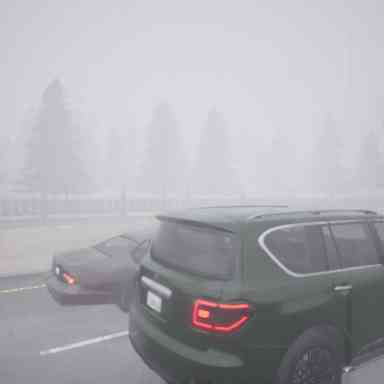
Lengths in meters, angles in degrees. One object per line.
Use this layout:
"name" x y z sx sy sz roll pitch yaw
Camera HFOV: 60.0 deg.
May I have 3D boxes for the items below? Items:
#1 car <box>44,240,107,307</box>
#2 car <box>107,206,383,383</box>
"car" -0.387 1.534 7.563 5.357 1.411 2.033 0 0 -32
"car" 1.877 1.227 4.835 5.566 2.045 2.150 0 0 -32
